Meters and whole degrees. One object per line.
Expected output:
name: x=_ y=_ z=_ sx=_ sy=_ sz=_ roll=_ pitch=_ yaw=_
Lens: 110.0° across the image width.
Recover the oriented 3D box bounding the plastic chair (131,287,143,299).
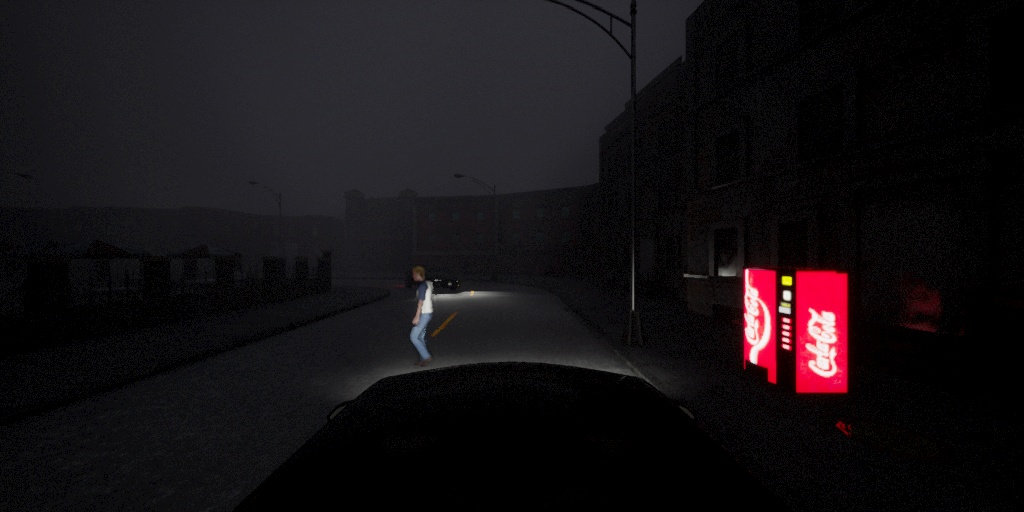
plastic chair: x=-12.036 y=1.340 z=11.966 sx=0.730 sy=1.272 sz=0.750 roll=0 pitch=0 yaw=-40

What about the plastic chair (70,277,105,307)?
plastic chair: x=-12.326 y=1.340 z=10.231 sx=0.750 sy=1.272 sz=0.730 roll=0 pitch=0 yaw=-40

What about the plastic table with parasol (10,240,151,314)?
plastic table with parasol: x=-13.057 y=0.736 z=11.230 sx=2.482 sy=2.480 sz=2.482 roll=0 pitch=0 yaw=-40

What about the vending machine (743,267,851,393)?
vending machine: x=4.299 y=1.166 z=5.511 sx=1.100 sy=2.100 sz=0.880 roll=0 pitch=0 yaw=0

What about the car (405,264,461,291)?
car: x=-4.768 y=1.259 z=21.227 sx=1.837 sy=1.490 sz=4.892 roll=5 pitch=-3 yaw=-37

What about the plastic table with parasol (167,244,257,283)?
plastic table with parasol: x=-13.276 y=0.737 z=15.579 sx=2.482 sy=2.480 sz=2.482 roll=0 pitch=0 yaw=0

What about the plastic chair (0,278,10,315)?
plastic chair: x=-14.032 y=1.340 z=10.329 sx=0.730 sy=1.272 sz=0.750 roll=0 pitch=0 yaw=-35

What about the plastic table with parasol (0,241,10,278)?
plastic table with parasol: x=-16.925 y=0.705 z=13.177 sx=2.482 sy=2.480 sz=2.482 roll=0 pitch=0 yaw=-40

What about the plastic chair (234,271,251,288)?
plastic chair: x=-12.023 y=1.341 z=15.480 sx=0.730 sy=1.272 sz=0.750 roll=0 pitch=0 yaw=0

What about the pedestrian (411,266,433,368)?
pedestrian: x=-1.573 y=1.044 z=6.454 sx=0.375 sy=1.860 sz=0.375 roll=0 pitch=0 yaw=0

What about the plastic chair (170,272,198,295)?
plastic chair: x=-13.360 y=1.340 z=14.337 sx=0.750 sy=1.272 sz=0.730 roll=0 pitch=0 yaw=0
